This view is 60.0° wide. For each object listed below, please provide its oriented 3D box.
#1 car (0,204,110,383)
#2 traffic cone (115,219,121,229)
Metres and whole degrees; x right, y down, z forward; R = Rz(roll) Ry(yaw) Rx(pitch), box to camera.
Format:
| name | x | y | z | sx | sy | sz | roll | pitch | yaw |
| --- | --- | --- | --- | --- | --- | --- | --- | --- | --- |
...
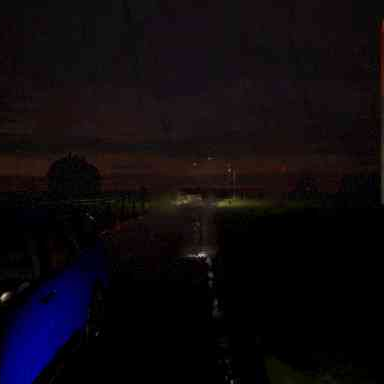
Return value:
| name | x | y | z | sx | sy | sz | roll | pitch | yaw |
| --- | --- | --- | --- | --- | --- | --- | --- | --- | --- |
| car | -2.419 | 1.205 | 3.304 | 2.150 | 2.045 | 5.566 | 0 | 0 | 1 |
| traffic cone | -4.382 | 1.871 | 19.602 | 0.340 | 0.580 | 0.340 | 0 | 0 | 3 |
